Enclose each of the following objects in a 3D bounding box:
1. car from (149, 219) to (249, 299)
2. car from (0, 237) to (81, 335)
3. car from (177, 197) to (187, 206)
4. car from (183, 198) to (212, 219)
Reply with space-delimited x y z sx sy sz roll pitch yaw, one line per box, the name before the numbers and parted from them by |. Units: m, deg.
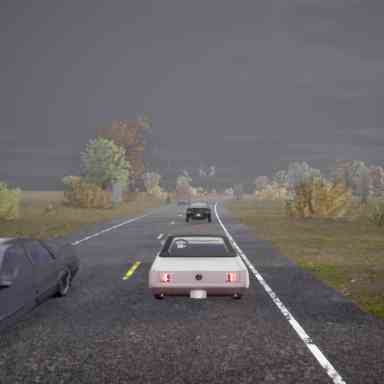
car | 0.134 1.603 8.367 1.895 1.301 4.718 0 0 0
car | -3.607 1.549 5.808 2.033 1.411 5.357 0 0 0
car | -1.310 1.579 55.648 1.994 1.385 4.181 0 0 5
car | 0.539 1.482 26.057 1.882 1.535 5.008 0 0 2
